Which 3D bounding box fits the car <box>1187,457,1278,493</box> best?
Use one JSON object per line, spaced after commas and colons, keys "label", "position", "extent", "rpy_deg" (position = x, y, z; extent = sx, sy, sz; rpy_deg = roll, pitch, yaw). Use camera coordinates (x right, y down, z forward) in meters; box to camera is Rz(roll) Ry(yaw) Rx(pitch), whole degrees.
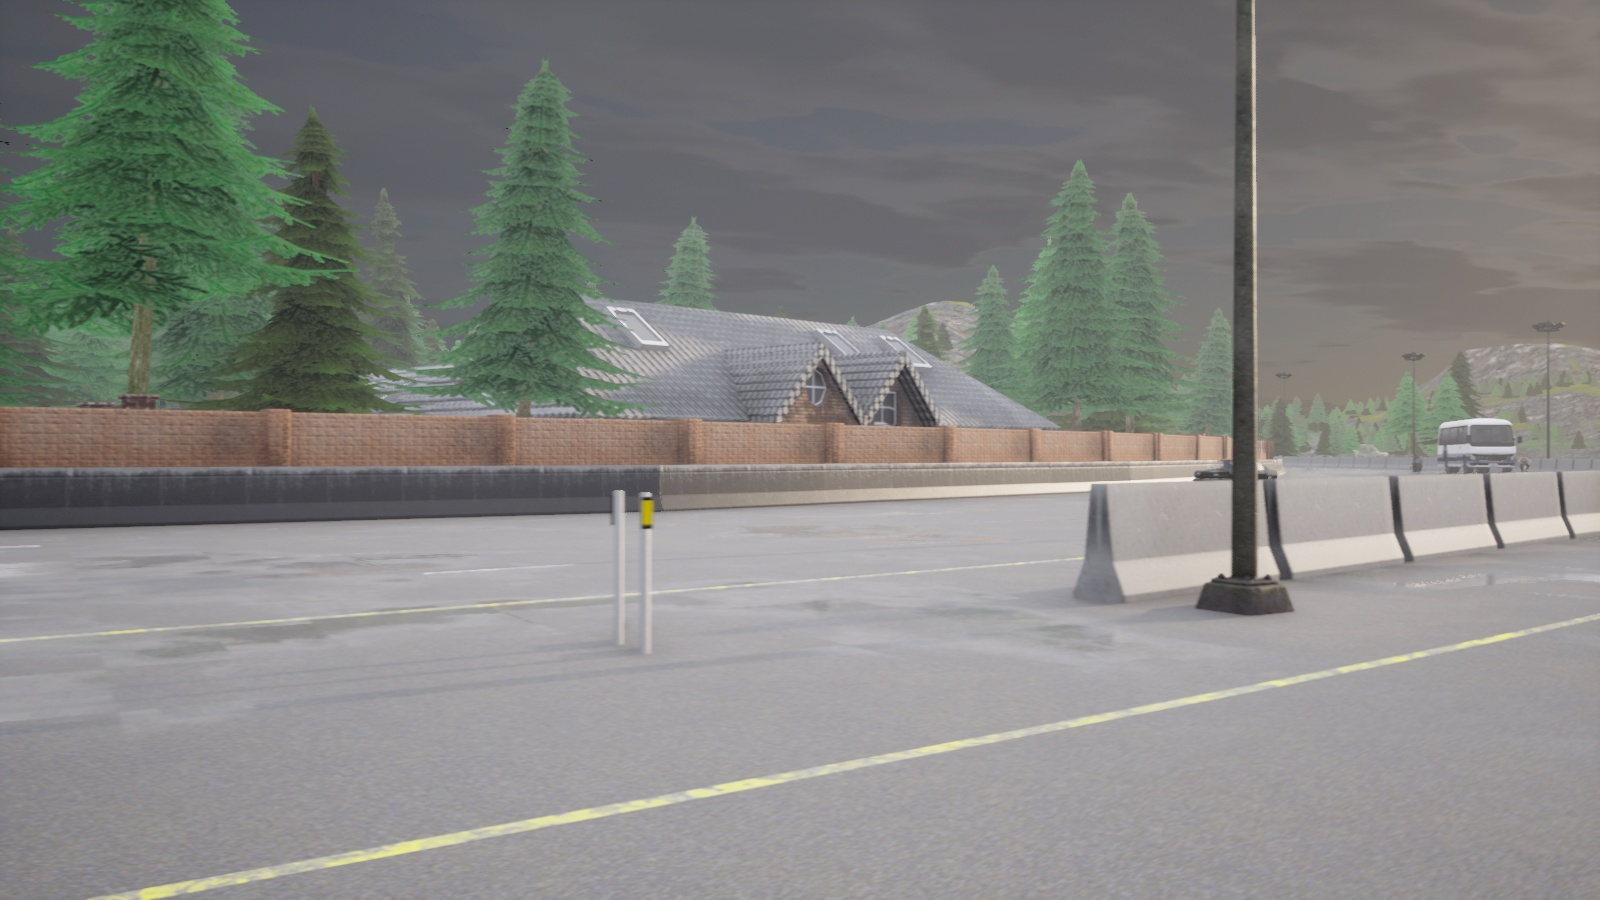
{"label": "car", "position": [16.886, 0.940, 48.877], "extent": [1.895, 1.301, 4.718], "rpy_deg": [0, 0, 38]}
